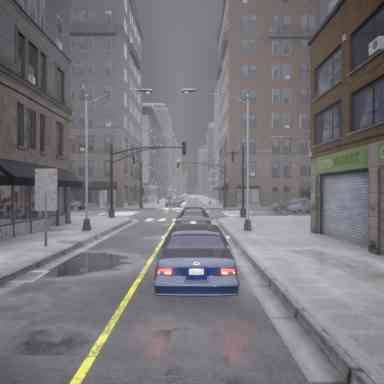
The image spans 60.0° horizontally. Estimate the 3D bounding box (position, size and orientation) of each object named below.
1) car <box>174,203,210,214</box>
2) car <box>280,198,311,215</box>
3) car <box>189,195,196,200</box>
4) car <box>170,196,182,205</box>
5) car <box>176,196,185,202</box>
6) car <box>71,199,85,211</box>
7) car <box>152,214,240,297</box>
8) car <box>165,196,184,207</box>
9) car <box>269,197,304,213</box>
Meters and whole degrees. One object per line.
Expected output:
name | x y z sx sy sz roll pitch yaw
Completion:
car | 0.085 1.563 19.315 1.994 1.385 4.181 0 0 1
car | 12.134 1.562 33.686 5.357 1.411 2.033 0 0 0
car | 0.110 1.530 91.501 1.812 1.442 4.674 0 0 0
car | -2.759 1.526 58.528 1.812 1.442 4.674 0 0 0
car | -2.655 1.599 78.845 1.895 1.301 4.718 0 0 0
car | -14.698 1.539 39.244 4.313 1.339 1.947 0 0 0
car | 0.093 1.547 8.768 2.033 1.411 5.357 0 0 0
car | -2.811 1.351 49.799 2.097 1.767 4.553 0 0 1
car | 10.885 1.353 36.641 4.553 1.767 2.097 0 0 0
